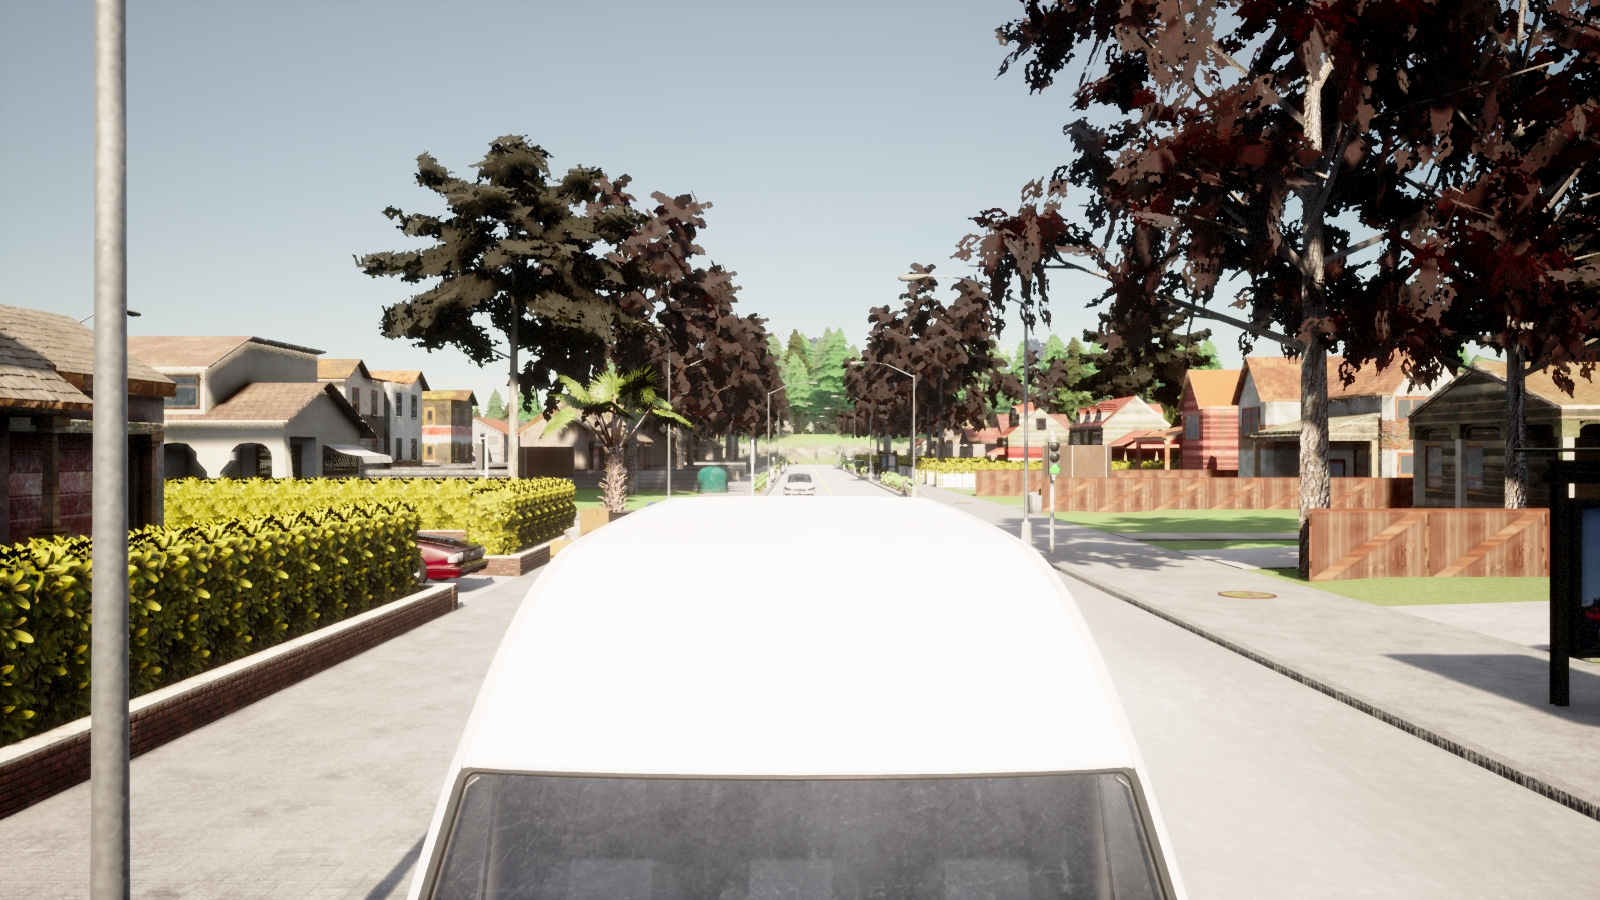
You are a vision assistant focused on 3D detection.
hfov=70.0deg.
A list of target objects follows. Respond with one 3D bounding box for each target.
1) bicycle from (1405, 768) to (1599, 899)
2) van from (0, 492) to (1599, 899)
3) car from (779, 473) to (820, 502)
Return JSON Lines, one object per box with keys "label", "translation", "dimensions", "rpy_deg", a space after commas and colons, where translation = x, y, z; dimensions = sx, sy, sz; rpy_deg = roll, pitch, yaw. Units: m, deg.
{"label": "bicycle", "translation": [2.687, 2.062, 3.843], "dimensions": [0.329, 1.471, 1.835], "rpy_deg": [0, 0, 0]}
{"label": "van", "translation": [0.002, 1.537, 4.030], "dimensions": [1.988, 2.561, 5.915], "rpy_deg": [0, 0, 0]}
{"label": "car", "translation": [-0.024, 2.087, 64.511], "dimensions": [2.231, 1.480, 4.892], "rpy_deg": [0, 0, 0]}
